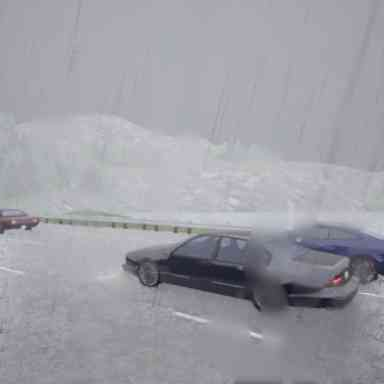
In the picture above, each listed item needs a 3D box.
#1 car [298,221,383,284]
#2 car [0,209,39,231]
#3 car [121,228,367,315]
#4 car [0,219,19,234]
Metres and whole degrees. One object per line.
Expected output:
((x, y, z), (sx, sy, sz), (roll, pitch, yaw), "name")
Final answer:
((3.765, 1.590, 9.799), (4.674, 1.442, 1.812), (0, 0, 36), "car")
((-11.286, 1.655, 19.672), (4.718, 1.301, 1.895), (0, 0, 31), "car")
((0.823, 1.590, 7.647), (5.357, 1.411, 2.033), (0, 0, 35), "car")
((-6.980, 1.509, 8.718), (4.902, 1.511, 2.128), (0, 0, 34), "car")
